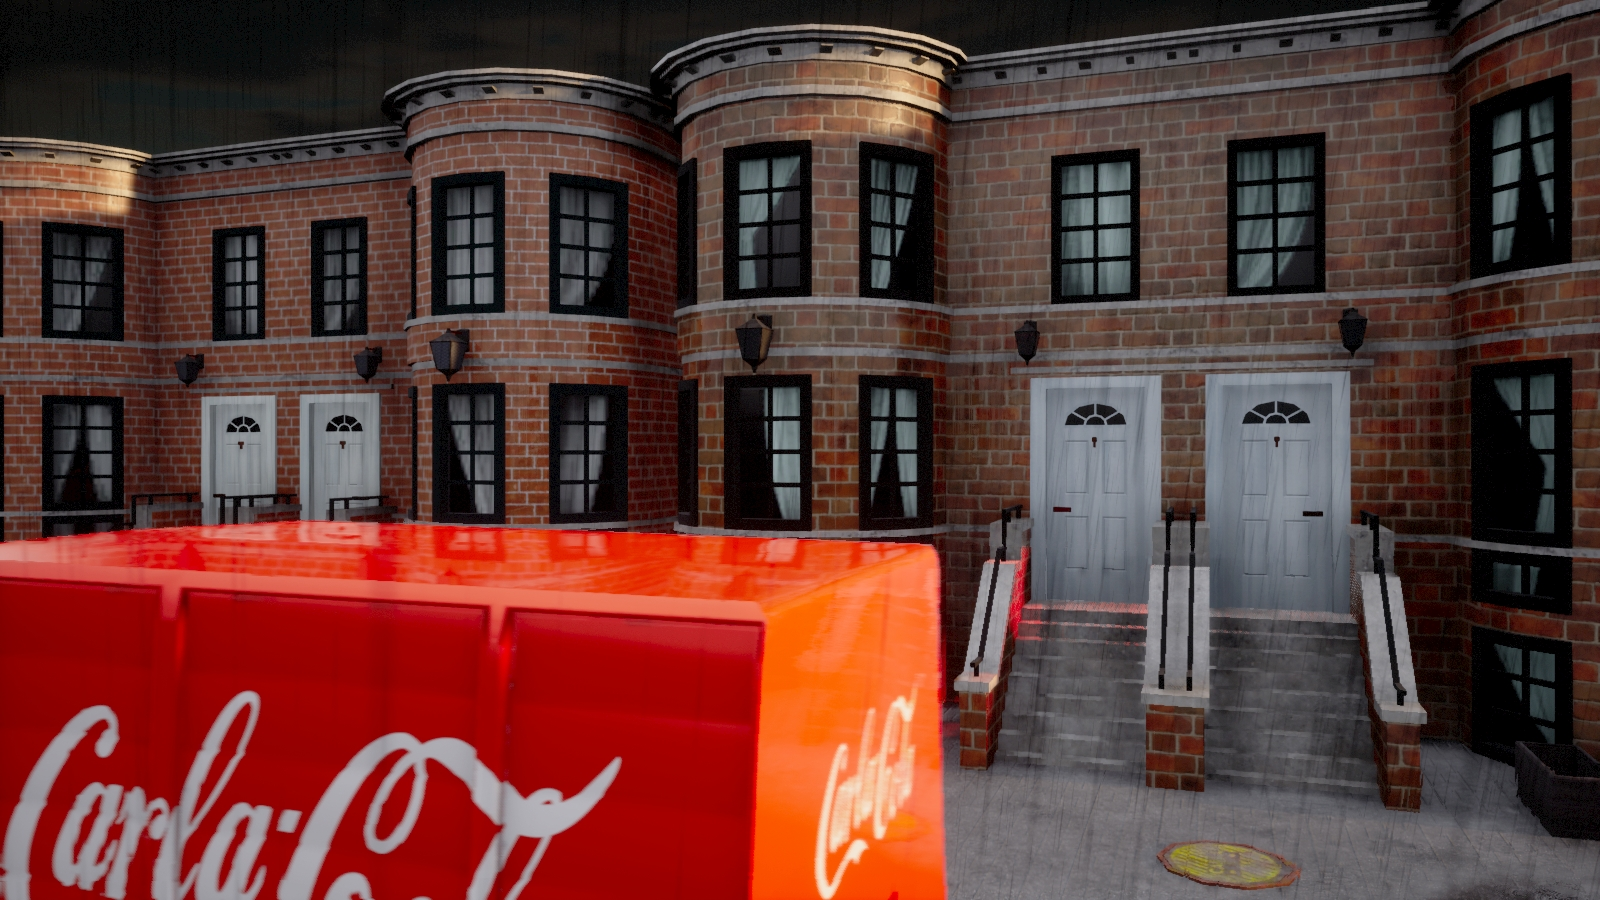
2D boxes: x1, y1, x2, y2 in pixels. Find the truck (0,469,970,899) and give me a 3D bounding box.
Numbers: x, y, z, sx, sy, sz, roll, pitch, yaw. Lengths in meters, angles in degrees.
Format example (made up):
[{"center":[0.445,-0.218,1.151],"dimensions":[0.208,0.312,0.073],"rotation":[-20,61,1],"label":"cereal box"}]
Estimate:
[{"center":[-2.158,1.350,4.618],"dimensions":[5.204,2.467,2.627],"rotation":[0,0,20],"label":"truck"}]
